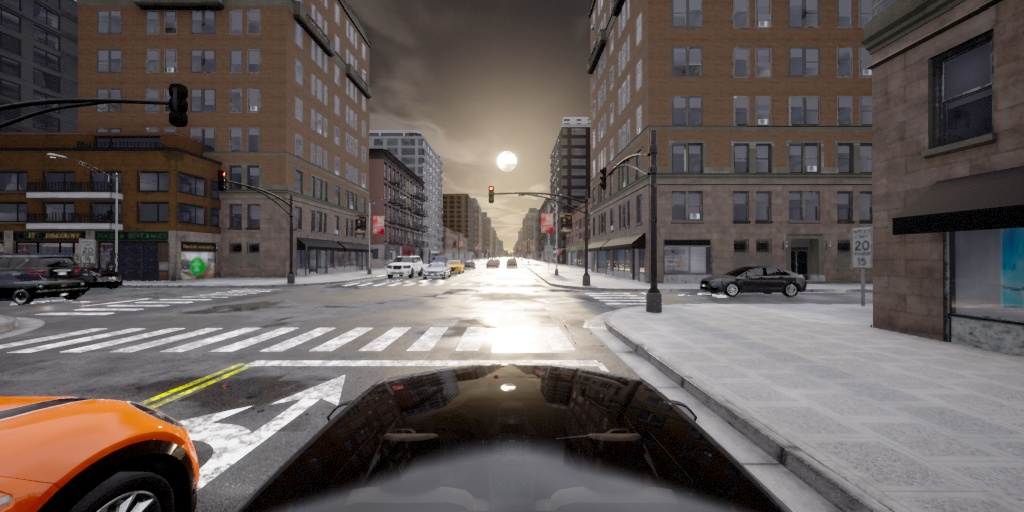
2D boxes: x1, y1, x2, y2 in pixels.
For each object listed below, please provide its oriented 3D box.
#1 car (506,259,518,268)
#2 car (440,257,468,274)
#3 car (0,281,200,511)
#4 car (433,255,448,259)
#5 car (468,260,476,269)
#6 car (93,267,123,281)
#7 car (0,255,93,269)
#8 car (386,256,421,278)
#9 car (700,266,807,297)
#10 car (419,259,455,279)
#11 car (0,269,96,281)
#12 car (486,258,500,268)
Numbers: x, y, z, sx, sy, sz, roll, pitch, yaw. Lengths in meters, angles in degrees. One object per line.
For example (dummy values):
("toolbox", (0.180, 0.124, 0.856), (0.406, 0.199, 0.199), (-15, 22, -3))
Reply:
("car", (-0.024, 1.248, 63.081), (1.837, 1.490, 4.892), (0, 0, 0))
("car", (-6.679, 1.226, 41.543), (1.882, 1.535, 5.008), (0, 0, 0))
("car", (-3.237, 1.102, 0.595), (2.097, 1.767, 4.553), (0, 0, 0))
("car", (-9.944, 0.959, 49.557), (2.150, 2.045, 5.566), (0, 1, 0))
("car", (-6.685, 1.309, 54.921), (1.994, 1.385, 4.181), (0, 0, 1))
("car", (-25.412, 1.331, 20.948), (4.313, 1.339, 1.948), (0, 0, 0))
("car", (-25.345, 0.976, 18.234), (5.566, 2.045, 2.150), (0, 0, 3))
("car", (-9.917, 0.972, 33.661), (2.150, 2.045, 5.566), (0, 0, 0))
("car", (12.423, 1.295, 18.634), (4.892, 1.490, 1.837), (0, 0, 1))
("car", (-6.662, 1.276, 32.272), (1.812, 1.442, 4.674), (0, 0, 0))
("car", (-21.517, 1.345, 15.456), (4.718, 1.301, 1.895), (0, 0, 0))
("car", (-3.373, 1.307, 61.942), (1.994, 1.385, 4.181), (0, 0, 0))
